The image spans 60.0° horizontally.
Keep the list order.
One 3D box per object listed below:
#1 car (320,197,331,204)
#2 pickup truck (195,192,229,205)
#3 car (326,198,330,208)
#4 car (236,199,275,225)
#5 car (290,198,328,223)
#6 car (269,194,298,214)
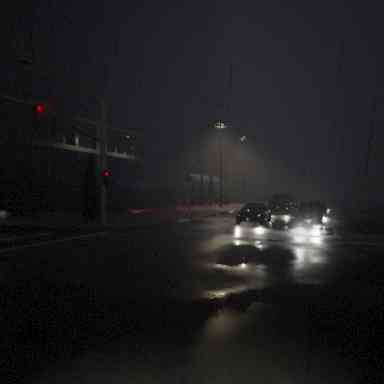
[{"bbox_3d":[18.382,1.496,46.790,1.812,1.442,4.674,0,0,24],"label":"car"},{"bbox_3d":[2.978,1.026,52.866,6.274,2.098,2.390,0,0,-36],"label":"pickup truck"},{"bbox_3d":[13.200,1.578,34.996,1.895,1.301,4.718,0,0,24],"label":"car"},{"bbox_3d":[4.542,1.510,23.994,1.812,1.442,4.674,0,0,23],"label":"car"},{"bbox_3d":[9.142,1.475,25.759,2.128,1.511,4.902,0,0,23],"label":"car"},{"bbox_3d":[9.539,1.200,35.360,2.150,2.045,5.566,0,0,24],"label":"car"}]
